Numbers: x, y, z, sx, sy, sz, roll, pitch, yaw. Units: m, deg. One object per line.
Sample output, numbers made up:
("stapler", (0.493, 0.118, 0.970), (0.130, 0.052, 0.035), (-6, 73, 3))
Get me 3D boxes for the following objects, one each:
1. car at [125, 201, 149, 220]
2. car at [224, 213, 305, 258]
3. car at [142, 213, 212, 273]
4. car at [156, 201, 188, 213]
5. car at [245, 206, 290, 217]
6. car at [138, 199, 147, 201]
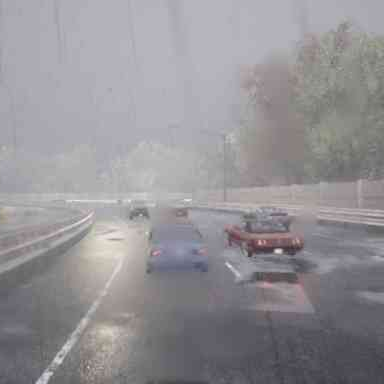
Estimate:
("car", (-5.471, 1.896, 32.883), (1.837, 1.490, 4.892), (0, -1, -19))
("car", (2.627, 1.732, 13.420), (1.895, 1.301, 4.718), (0, -1, -8))
("car", (-0.574, 1.673, 11.128), (2.033, 1.411, 5.357), (0, -1, -6))
("car", (-1.874, 1.851, 33.239), (1.882, 1.535, 5.008), (0, -1, -18))
("car", (4.703, 1.702, 21.888), (2.128, 1.511, 4.902), (0, -1, -11))
("car", (-12.002, 2.419, 80.061), (1.882, 1.535, 5.008), (0, -1, 3))
